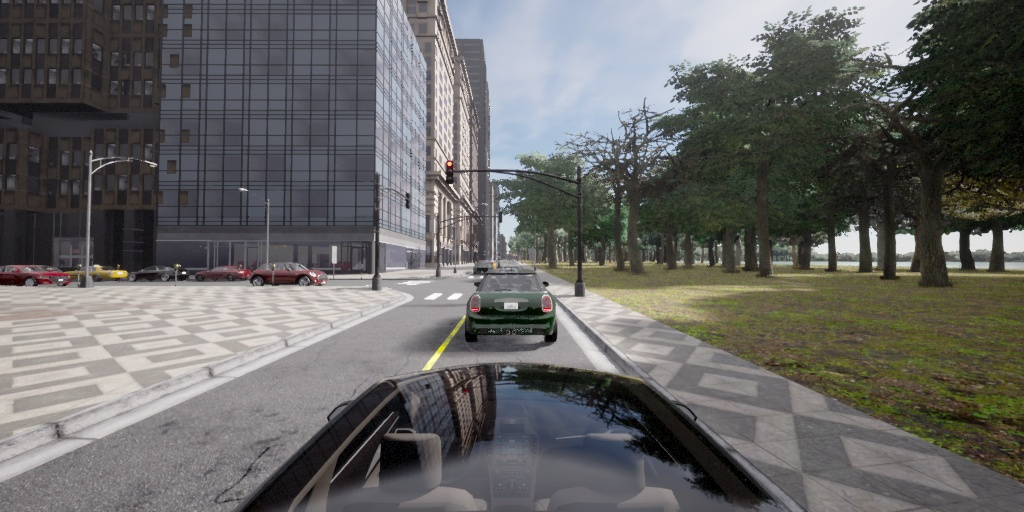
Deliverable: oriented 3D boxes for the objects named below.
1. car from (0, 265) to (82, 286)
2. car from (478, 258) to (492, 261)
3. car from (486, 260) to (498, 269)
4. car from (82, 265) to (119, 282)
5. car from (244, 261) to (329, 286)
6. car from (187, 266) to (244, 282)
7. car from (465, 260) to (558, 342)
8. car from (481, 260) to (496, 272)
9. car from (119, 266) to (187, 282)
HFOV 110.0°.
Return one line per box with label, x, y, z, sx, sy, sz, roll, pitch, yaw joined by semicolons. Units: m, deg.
car;-30.035;1.235;22.055;4.507;1.381;1.888;0;0;0
car;-3.228;1.180;41.200;2.097;1.767;4.553;0;0;0
car;-3.260;1.426;59.386;1.812;1.442;4.674;0;0;0
car;-35.726;1.443;30.551;4.829;1.417;1.751;0;0;0
car;-13.604;1.120;22.130;4.097;1.591;1.967;0;0;-1
car;-24.582;1.493;30.602;4.207;1.307;1.802;0;0;0
car;-0.012;1.108;9.927;2.097;1.767;4.553;0;0;0
car;-3.247;1.341;50.222;1.882;1.535;5.008;0;0;0
car;-30.069;1.480;30.577;4.313;1.339;1.948;0;0;0
